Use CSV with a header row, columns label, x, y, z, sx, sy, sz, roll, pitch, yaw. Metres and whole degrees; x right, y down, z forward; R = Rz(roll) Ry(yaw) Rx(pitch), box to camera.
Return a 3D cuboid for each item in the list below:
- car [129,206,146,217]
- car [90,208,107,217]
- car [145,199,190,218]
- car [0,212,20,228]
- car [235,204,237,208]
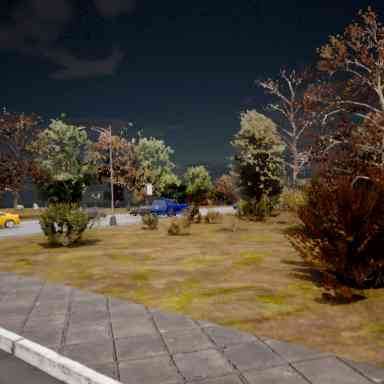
label,x,y,z,sx,sy,sz,roll,pitch,yaw
car,-6.070,2.509,44.859,2.033,1.411,5.357,-3,-2,32
car,-11.710,2.459,35.886,2.033,1.411,5.357,-3,-2,32
car,-2.293,1.827,37.387,2.150,2.045,5.566,-3,-2,32
car,-17.037,2.368,27.647,1.882,1.535,5.008,-3,-2,33
car,9.383,2.582,62.523,1.895,1.301,4.718,-3,-2,33
